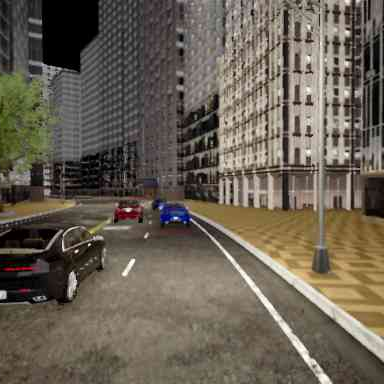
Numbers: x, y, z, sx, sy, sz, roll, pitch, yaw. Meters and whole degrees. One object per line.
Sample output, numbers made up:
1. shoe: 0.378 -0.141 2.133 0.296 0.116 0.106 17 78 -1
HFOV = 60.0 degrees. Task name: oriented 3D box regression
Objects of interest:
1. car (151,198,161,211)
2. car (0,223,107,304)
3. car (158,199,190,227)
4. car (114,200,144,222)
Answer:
1. car: -4.048 1.546 41.956 1.812 1.442 4.674 0 0 -11
2. car: -3.397 1.515 8.107 1.837 1.490 4.892 0 0 -2
3. car: -1.256 1.485 23.247 1.882 1.535 5.008 0 0 -6
4. car: -4.894 1.375 26.350 2.097 1.767 4.553 0 0 -7
